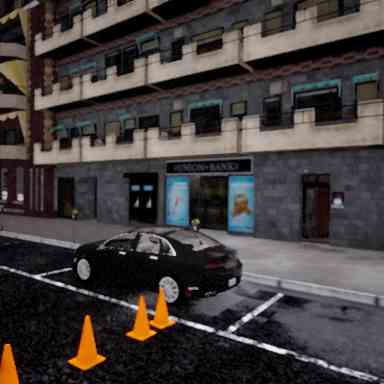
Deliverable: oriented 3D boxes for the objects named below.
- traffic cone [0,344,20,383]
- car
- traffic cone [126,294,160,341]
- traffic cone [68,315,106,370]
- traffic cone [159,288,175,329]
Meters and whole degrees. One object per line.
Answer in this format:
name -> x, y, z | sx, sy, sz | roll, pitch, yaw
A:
traffic cone -> -1.942, 1.903, 3.511 | 0.340, 0.580, 0.340 | 1, 1, 35
car -> -0.996, 1.475, 7.704 | 4.403, 1.369, 2.008 | 1, 1, 35
traffic cone -> -0.781, 1.904, 5.139 | 0.340, 0.580, 0.340 | 1, 1, 35
traffic cone -> -1.362, 1.904, 4.325 | 0.340, 0.580, 0.340 | 1, 1, 35
traffic cone -> -0.513, 1.904, 5.566 | 0.340, 0.580, 0.340 | 1, 1, 42
